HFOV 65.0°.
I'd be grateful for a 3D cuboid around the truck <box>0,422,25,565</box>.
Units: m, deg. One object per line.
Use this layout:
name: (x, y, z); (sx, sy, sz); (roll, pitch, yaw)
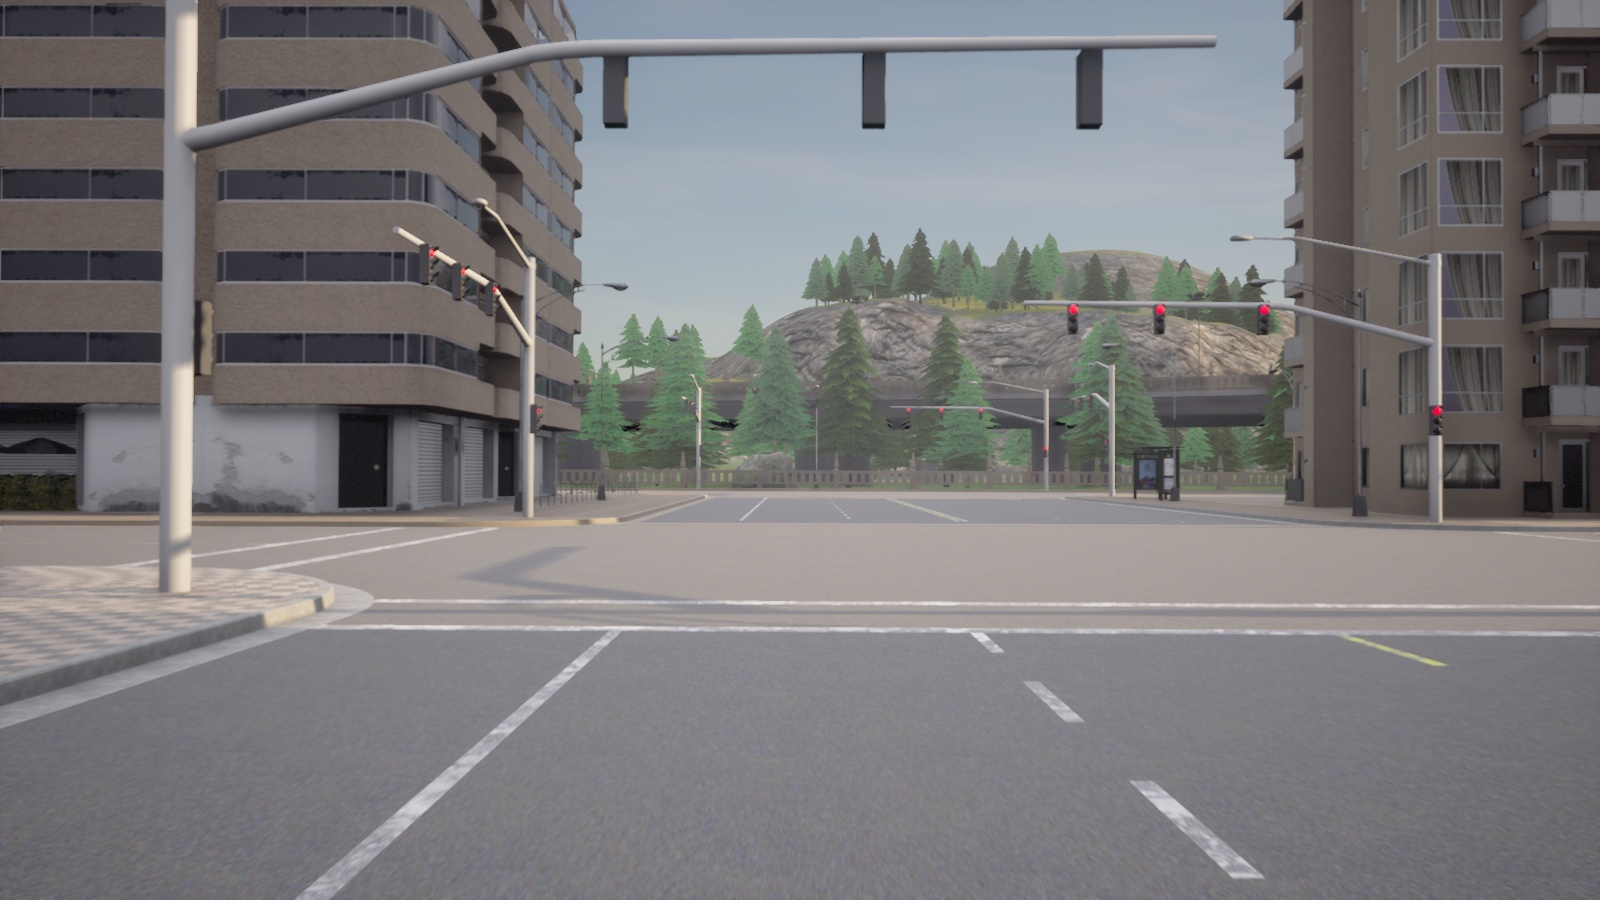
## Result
truck: (-16.381, 0.745, 21.001); (5.204, 2.467, 2.627); (0, -1, 0)
